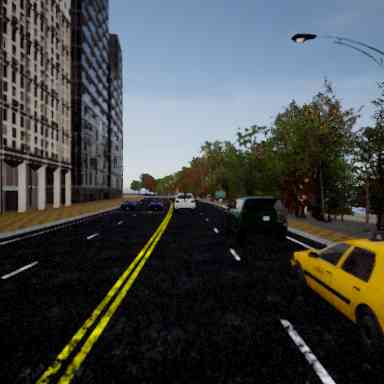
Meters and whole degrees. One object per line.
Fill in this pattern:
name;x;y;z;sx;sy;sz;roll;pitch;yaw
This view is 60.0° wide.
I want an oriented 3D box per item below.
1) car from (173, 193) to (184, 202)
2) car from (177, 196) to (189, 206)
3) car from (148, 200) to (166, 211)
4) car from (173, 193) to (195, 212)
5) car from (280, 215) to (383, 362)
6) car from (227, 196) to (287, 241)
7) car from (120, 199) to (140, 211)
car;-2.957;1.147;73.659;2.150;2.045;5.566;0;0;-5
car;-1.568;1.429;54.833;1.882;1.535;5.008;0;0;-3
car;-4.136;1.573;39.525;1.895;1.301;4.718;0;0;-2
car;-0.861;1.191;38.077;2.150;2.045;5.566;0;0;-2
car;3.229;1.453;5.806;1.801;1.575;5.366;0;0;0
car;3.087;1.212;16.702;2.150;2.045;5.566;0;0;-1
car;-7.407;1.574;40.110;1.895;1.301;4.718;0;0;-2
